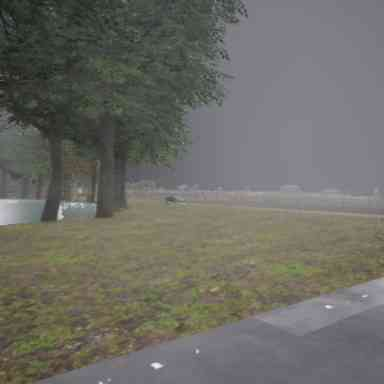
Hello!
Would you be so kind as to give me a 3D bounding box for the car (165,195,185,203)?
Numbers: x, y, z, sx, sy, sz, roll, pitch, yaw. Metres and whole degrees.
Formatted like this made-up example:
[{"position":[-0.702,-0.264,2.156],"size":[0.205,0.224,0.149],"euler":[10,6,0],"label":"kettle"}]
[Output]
[{"position":[-3.112,1.282,61.074],"size":[2.128,1.511,4.902],"euler":[3,-1,-35],"label":"car"}]
